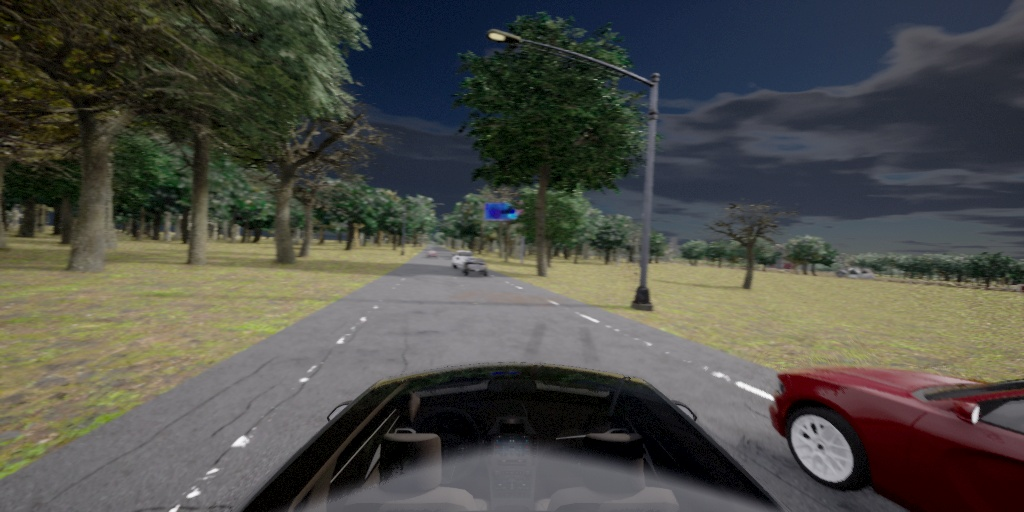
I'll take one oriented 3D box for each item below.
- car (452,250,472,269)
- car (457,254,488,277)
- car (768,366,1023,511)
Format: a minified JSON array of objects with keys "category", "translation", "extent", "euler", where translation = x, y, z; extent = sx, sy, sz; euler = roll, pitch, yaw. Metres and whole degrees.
[{"category":"car","translation":[-5.680,0.387,41.548],"extent":[2.150,2.045,5.566],"euler":[3,1,-12]},{"category":"car","translation":[-3.256,0.902,30.871],"extent":[2.128,1.511,4.902],"euler":[3,0,-12]},{"category":"car","translation":[4.164,1.456,2.006],"extent":[1.882,1.535,5.008],"euler":[3,0,-13]}]
